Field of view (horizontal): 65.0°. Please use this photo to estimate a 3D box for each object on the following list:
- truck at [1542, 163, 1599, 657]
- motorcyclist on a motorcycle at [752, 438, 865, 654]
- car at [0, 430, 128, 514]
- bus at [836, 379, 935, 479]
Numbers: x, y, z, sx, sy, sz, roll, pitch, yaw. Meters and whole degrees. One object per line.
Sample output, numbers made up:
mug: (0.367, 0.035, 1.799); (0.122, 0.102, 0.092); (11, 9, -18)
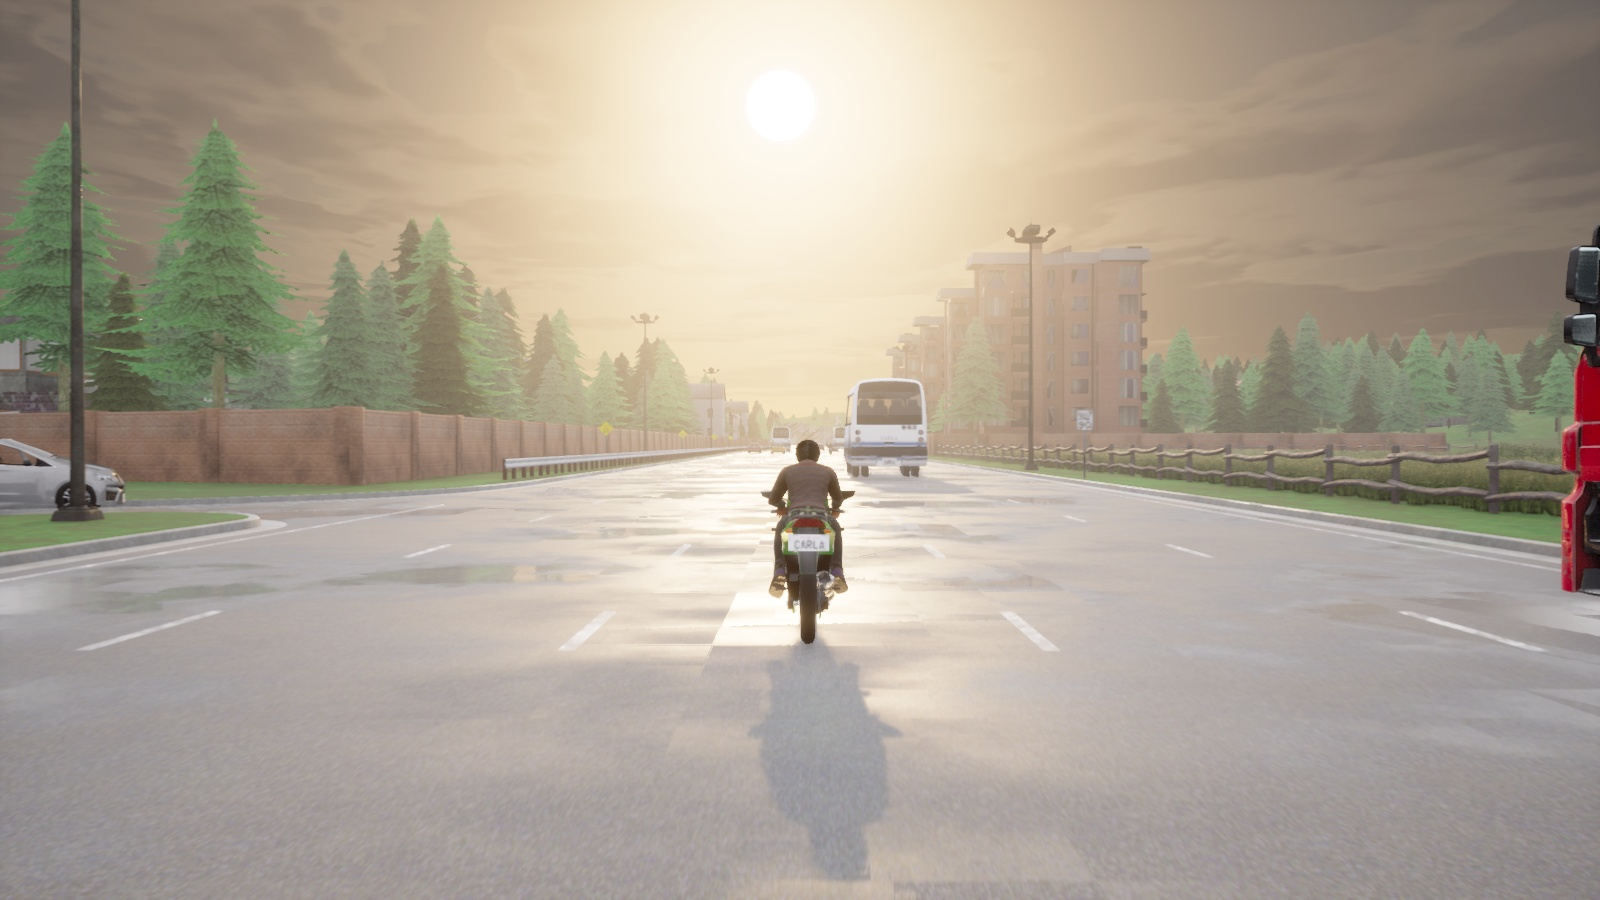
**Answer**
truck: (7.043, -0.261, 5.524); (2.891, 3.462, 7.936); (0, 0, 0)
motorcyclist on a motorcycle: (0.063, 0.673, 9.873); (0.797, 1.523, 2.044); (0, 0, 0)
car: (-16.597, 0.431, 25.964); (4.611, 1.667, 2.242); (0, 0, -23)
bus: (3.798, -0.957, 58.605); (3.944, 4.253, 10.273); (0, 0, 0)
